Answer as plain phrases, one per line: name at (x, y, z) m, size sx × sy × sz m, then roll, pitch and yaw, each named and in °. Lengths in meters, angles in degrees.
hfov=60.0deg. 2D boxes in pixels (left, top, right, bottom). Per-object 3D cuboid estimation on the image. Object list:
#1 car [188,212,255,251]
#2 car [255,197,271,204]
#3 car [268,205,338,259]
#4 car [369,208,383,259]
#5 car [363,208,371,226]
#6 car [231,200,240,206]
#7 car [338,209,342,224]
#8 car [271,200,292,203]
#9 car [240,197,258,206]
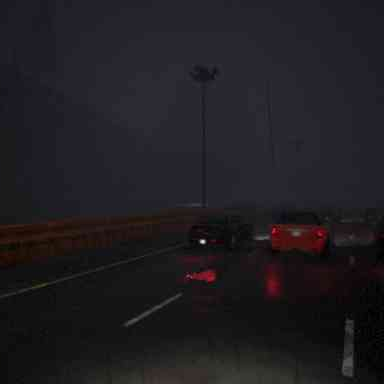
car at (1.483, 1.686, 15.210) m, size 1.837 × 1.490 × 4.892 m, roll 0°, pitch 0°, yaw 26°
car at (15.440, 2.314, 67.300) m, size 2.033 × 1.411 × 5.357 m, roll -1°, pitch -1°, yaw 39°
car at (4.605, 1.508, 13.628) m, size 2.097 × 1.767 × 4.553 m, roll 0°, pitch -1°, yaw 26°
car at (8.126, 1.621, 12.859) m, size 1.882 × 1.535 × 5.008 m, roll 0°, pitch 0°, yaw 26°
car at (14.182, 1.886, 25.473) m, size 1.895 × 1.301 × 4.718 m, roll 0°, pitch -1°, yaw 26°
car at (10.303, 2.431, 72.070) m, size 1.895 × 1.301 × 4.718 m, roll -1°, pitch -1°, yaw 39°
car at (11.318, 1.838, 27.570) m, size 1.812 × 1.442 × 4.674 m, roll 0°, pitch -1°, yaw 26°
car at (18.027, 2.254, 64.925) m, size 2.128 × 1.511 × 4.902 m, roll -1°, pitch -1°, yaw 39°
car at (12.863, 2.029, 69.676) m, size 2.150 × 2.045 × 5.566 m, roll -1°, pitch -1°, yaw 39°
